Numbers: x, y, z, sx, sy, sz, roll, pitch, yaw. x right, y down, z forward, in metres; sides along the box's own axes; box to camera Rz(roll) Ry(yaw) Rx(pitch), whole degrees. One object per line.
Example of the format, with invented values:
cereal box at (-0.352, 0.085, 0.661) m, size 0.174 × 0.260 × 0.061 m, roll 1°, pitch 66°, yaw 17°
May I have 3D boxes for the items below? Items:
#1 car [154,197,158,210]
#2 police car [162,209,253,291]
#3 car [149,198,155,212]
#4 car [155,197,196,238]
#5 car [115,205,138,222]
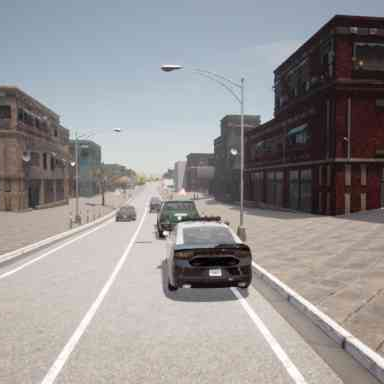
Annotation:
car at (-1.578, 1.622, 25.287) m, size 2.150 × 2.045 × 5.566 m, roll 0°, pitch -1°, yaw -7°
police car at (0.230, 1.479, 9.381) m, size 1.930 × 1.638 × 5.238 m, roll 0°, pitch -1°, yaw -6°
car at (-4.950, 1.997, 46.295) m, size 1.837 × 1.490 × 4.892 m, roll 0°, pitch -1°, yaw -7°
car at (-0.874, 1.466, 19.318) m, size 2.150 × 2.045 × 5.566 m, roll 0°, pitch -1°, yaw -7°
car at (-6.370, 2.050, 32.619) m, size 1.837 × 1.490 × 4.892 m, roll 0°, pitch -1°, yaw -7°
